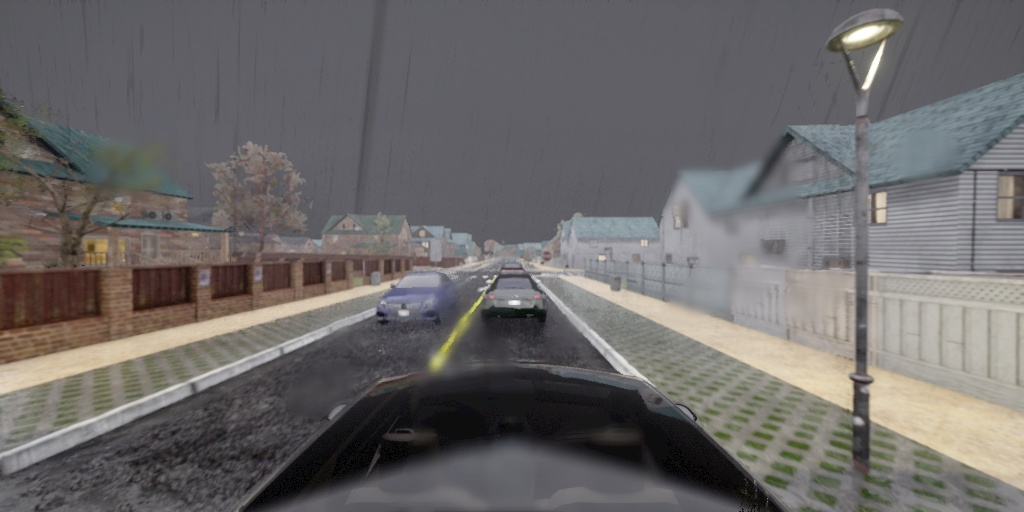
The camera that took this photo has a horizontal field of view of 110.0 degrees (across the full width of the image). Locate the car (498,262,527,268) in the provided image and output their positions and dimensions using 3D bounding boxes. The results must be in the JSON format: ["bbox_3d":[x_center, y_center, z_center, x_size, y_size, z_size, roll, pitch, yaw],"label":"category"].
[{"bbox_3d":[0.020,1.179,25.555,2.128,1.511,4.902,0,0,0],"label":"car"}]

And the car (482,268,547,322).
[{"bbox_3d":[0.065,1.286,12.145,1.994,1.385,4.181,0,0,0],"label":"car"}]

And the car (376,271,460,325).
[{"bbox_3d":[-2.863,1.248,11.828,1.812,1.442,4.674,0,0,0],"label":"car"}]
